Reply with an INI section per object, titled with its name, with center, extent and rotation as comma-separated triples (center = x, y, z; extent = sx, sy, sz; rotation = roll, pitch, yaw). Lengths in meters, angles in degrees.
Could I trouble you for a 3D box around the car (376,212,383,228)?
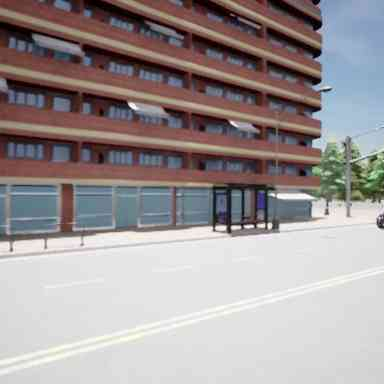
[car]
center = 14.725, 1.624, 22.991
extent = 4.553, 1.767, 2.097
rotation = 1, 0, -35
